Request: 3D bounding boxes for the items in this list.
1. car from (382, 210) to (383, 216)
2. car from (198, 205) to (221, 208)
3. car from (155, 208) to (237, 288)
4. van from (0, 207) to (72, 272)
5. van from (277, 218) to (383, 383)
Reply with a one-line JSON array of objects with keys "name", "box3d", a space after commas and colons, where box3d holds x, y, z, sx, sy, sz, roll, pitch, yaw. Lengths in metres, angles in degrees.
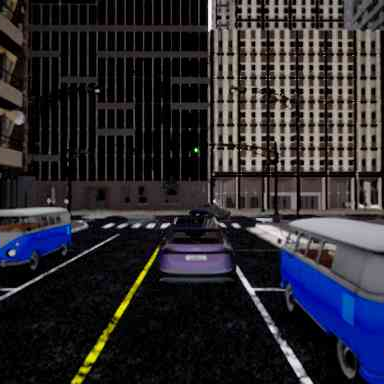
[{"name": "car", "box3d": [19.014, 1.703, 28.556, 4.829, 1.417, 1.752, 0, -1, 0]}, {"name": "car", "box3d": [1.482, 1.740, 26.784, 2.033, 1.411, 5.357, 0, 0, 24]}, {"name": "car", "box3d": [0.091, 1.507, 9.522, 2.033, 1.649, 4.856, 0, 0, 0]}, {"name": "van", "box3d": [-5.321, 1.427, 10.830, 1.690, 1.788, 3.998, 0, 0, 0]}, {"name": "van", "box3d": [2.565, 1.382, 5.154, 1.690, 1.788, 3.998, 0, 0, 0]}]
